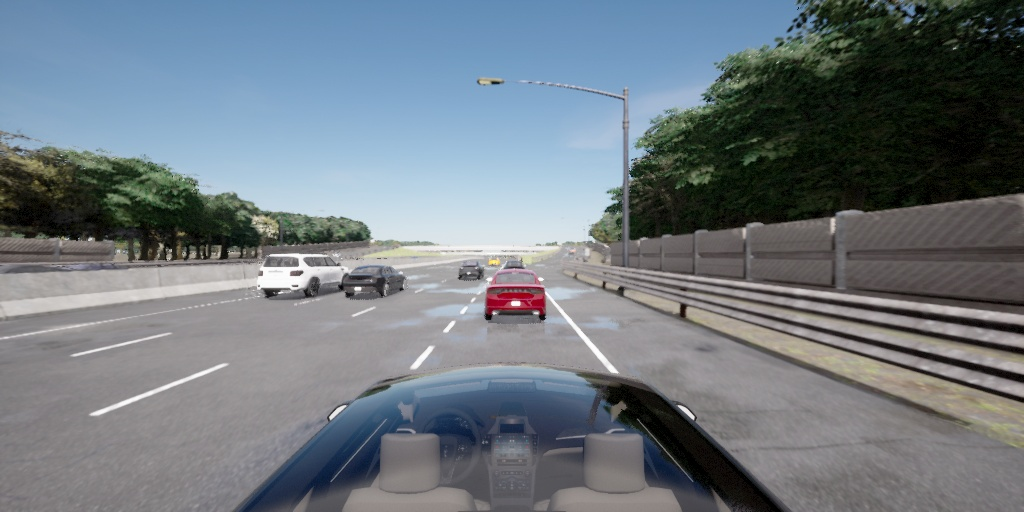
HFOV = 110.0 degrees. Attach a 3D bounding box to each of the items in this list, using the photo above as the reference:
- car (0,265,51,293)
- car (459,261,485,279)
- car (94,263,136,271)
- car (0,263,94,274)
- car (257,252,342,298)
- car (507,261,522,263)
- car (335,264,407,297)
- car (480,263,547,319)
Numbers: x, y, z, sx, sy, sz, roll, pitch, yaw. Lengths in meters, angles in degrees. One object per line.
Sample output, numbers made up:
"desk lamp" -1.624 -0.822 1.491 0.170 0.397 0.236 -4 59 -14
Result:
"car" -28.052 1.226 18.763 1.812 1.442 4.674 0 0 0
"car" -3.410 1.153 30.928 2.128 1.511 4.902 0 0 0
"car" -31.471 1.222 26.803 2.033 1.411 5.357 0 0 1
"car" -24.556 1.182 17.605 1.882 1.535 5.008 0 0 0
"car" -10.369 0.923 18.419 2.150 2.045 5.566 0 0 0
"car" 0.196 1.166 30.933 1.837 1.490 4.892 0 0 0
"car" -6.869 1.207 18.422 1.837 1.490 4.892 0 0 0
"car" 0.115 1.198 12.680 1.882 1.535 5.008 0 0 0
